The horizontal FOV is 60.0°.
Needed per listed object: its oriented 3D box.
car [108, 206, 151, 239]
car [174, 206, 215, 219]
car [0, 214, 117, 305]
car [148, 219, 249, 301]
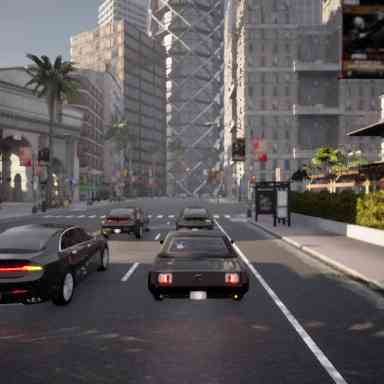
[{"bbox_3d":[-3.362,1.503,17.433,1.837,1.490,4.892,0,0,0],"label":"car"},{"bbox_3d":[0.137,1.503,17.548,1.837,1.490,4.892,0,0,0],"label":"car"},{"bbox_3d":[-3.370,1.504,8.027,1.837,1.490,4.892,0,0,0],"label":"car"},{"bbox_3d":[0.122,1.600,8.285,1.895,1.301,4.718,0,0,0],"label":"car"}]
